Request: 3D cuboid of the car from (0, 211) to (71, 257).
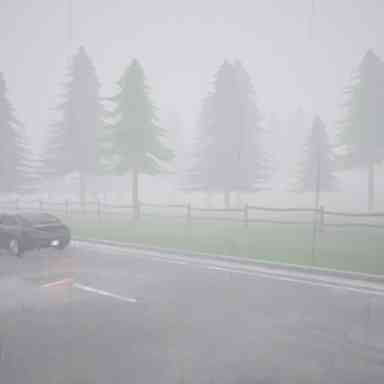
[{"bbox_3d":[-6.732,1.513,13.020,4.892,1.490,1.837,0,0,36],"label":"car"}]
